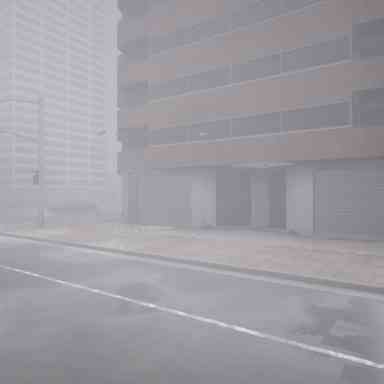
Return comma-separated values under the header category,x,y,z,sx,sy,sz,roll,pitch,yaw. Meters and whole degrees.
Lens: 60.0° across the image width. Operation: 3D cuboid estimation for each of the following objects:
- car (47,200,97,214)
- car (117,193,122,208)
category,x,y,z,sx,sy,sz,roll,pitch,yaw
car,-13.034,1.547,36.532,2.033,1.411,5.357,0,0,35
car,-7.338,1.352,44.654,2.097,1.767,4.553,0,0,35
